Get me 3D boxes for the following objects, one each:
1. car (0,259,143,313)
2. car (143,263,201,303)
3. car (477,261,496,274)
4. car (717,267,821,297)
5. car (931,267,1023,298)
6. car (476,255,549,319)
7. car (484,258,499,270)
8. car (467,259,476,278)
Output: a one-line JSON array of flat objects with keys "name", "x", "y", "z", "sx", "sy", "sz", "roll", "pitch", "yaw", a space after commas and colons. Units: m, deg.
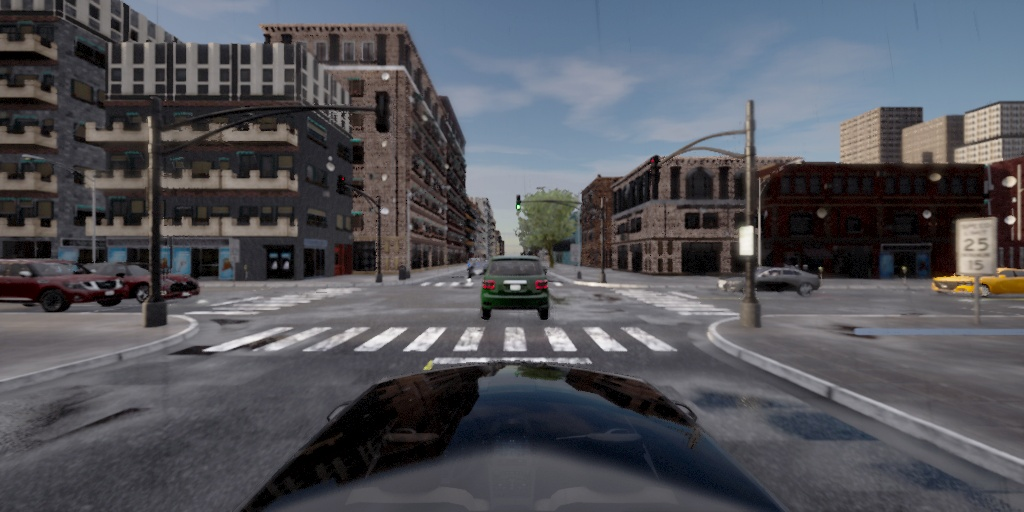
[{"name": "car", "x": -17.282, "y": 1.033, "z": 13.144, "sx": 5.009, "sy": 1.841, "sz": 2.192, "roll": 0, "pitch": 0, "yaw": 0}, {"name": "car", "x": -16.481, "y": 1.077, "z": 15.709, "sx": 4.553, "sy": 1.767, "sz": 2.097, "roll": 0, "pitch": 0, "yaw": 1}, {"name": "car", "x": -3.099, "y": 1.408, "z": 44.920, "sx": 2.033, "sy": 1.411, "sz": 5.357, "roll": 0, "pitch": 0, "yaw": 0}, {"name": "car", "x": 13.615, "y": 1.336, "z": 19.179, "sx": 4.902, "sy": 1.511, "sz": 2.128, "roll": 0, "pitch": 0, "yaw": 0}, {"name": "car", "x": 25.683, "y": 1.375, "z": 19.258, "sx": 5.008, "sy": 1.535, "sz": 1.882, "roll": 0, "pitch": 0, "yaw": -1}, {"name": "car", "x": 0.095, "y": 0.994, "z": 13.120, "sx": 2.150, "sy": 2.045, "sz": 5.566, "roll": 0, "pitch": 0, "yaw": 0}, {"name": "car", "x": -3.090, "y": 1.249, "z": 55.492, "sx": 2.097, "sy": 1.767, "sz": 4.553, "roll": 0, "pitch": 0, "yaw": 0}, {"name": "car", "x": -3.105, "y": 1.320, "z": 34.628, "sx": 2.128, "sy": 1.511, "sz": 4.902, "roll": 0, "pitch": 0, "yaw": 0}]
